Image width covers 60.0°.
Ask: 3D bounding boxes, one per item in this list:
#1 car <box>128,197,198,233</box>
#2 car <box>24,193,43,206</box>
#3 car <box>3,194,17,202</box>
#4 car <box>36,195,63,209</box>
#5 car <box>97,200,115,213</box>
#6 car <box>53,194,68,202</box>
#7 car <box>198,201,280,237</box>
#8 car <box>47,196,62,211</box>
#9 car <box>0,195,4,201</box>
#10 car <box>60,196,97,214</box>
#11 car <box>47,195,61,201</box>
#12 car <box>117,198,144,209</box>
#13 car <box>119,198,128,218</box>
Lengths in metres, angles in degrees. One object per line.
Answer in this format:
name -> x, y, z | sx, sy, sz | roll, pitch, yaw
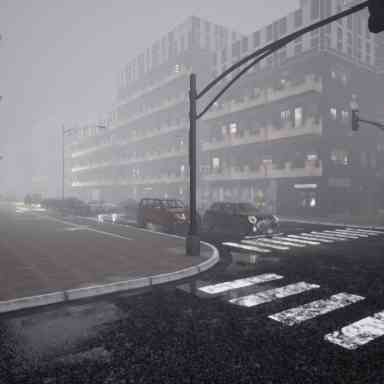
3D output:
car -> -1.534, 1.264, 19.680 | 2.192, 1.841, 5.009 | 0, 0, -36
car -> -24.757, 1.162, 51.820 | 2.192, 1.841, 5.009 | 0, 0, -36
car -> -38.027, 1.412, 70.186 | 1.802, 1.307, 4.206 | 0, 0, -36
car -> -18.123, 1.436, 42.639 | 1.947, 1.339, 4.313 | 0, 0, -36
car -> -9.967, 1.498, 35.777 | 1.895, 1.301, 4.718 | 0, 0, -36
car -> -27.917, 1.269, 70.503 | 1.967, 1.590, 4.097 | 0, 0, -36
car -> 2.583, 1.312, 17.996 | 2.097, 1.767, 4.553 | 0, 0, -32
car -> -14.805, 1.451, 38.047 | 1.947, 1.339, 4.313 | 0, 0, -36
car -> -41.345, 1.269, 74.777 | 1.967, 1.590, 4.097 | 0, 0, -36
car -> -11.487, 1.444, 33.454 | 1.887, 1.381, 4.507 | 0, 0, -36
car -> -31.233, 1.379, 75.093 | 2.008, 1.369, 4.403 | 0, 0, -36
car -> -8.012, 1.465, 42.955 | 1.802, 1.307, 4.206 | 0, 0, -36
car -> -3.956, 1.472, 27.444 | 2.033, 1.411, 5.357 | 0, 0, -36
